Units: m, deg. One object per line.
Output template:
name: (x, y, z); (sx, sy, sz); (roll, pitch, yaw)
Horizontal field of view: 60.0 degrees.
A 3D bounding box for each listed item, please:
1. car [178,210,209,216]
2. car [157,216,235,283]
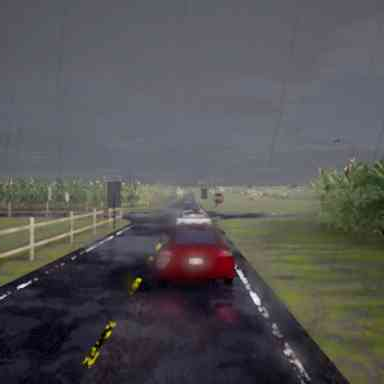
car: (0.077, 1.700, 19.605); (1.895, 1.301, 4.718); (0, 0, 0)
car: (0.089, 1.615, 9.824); (1.994, 1.385, 4.181); (0, 0, 0)
